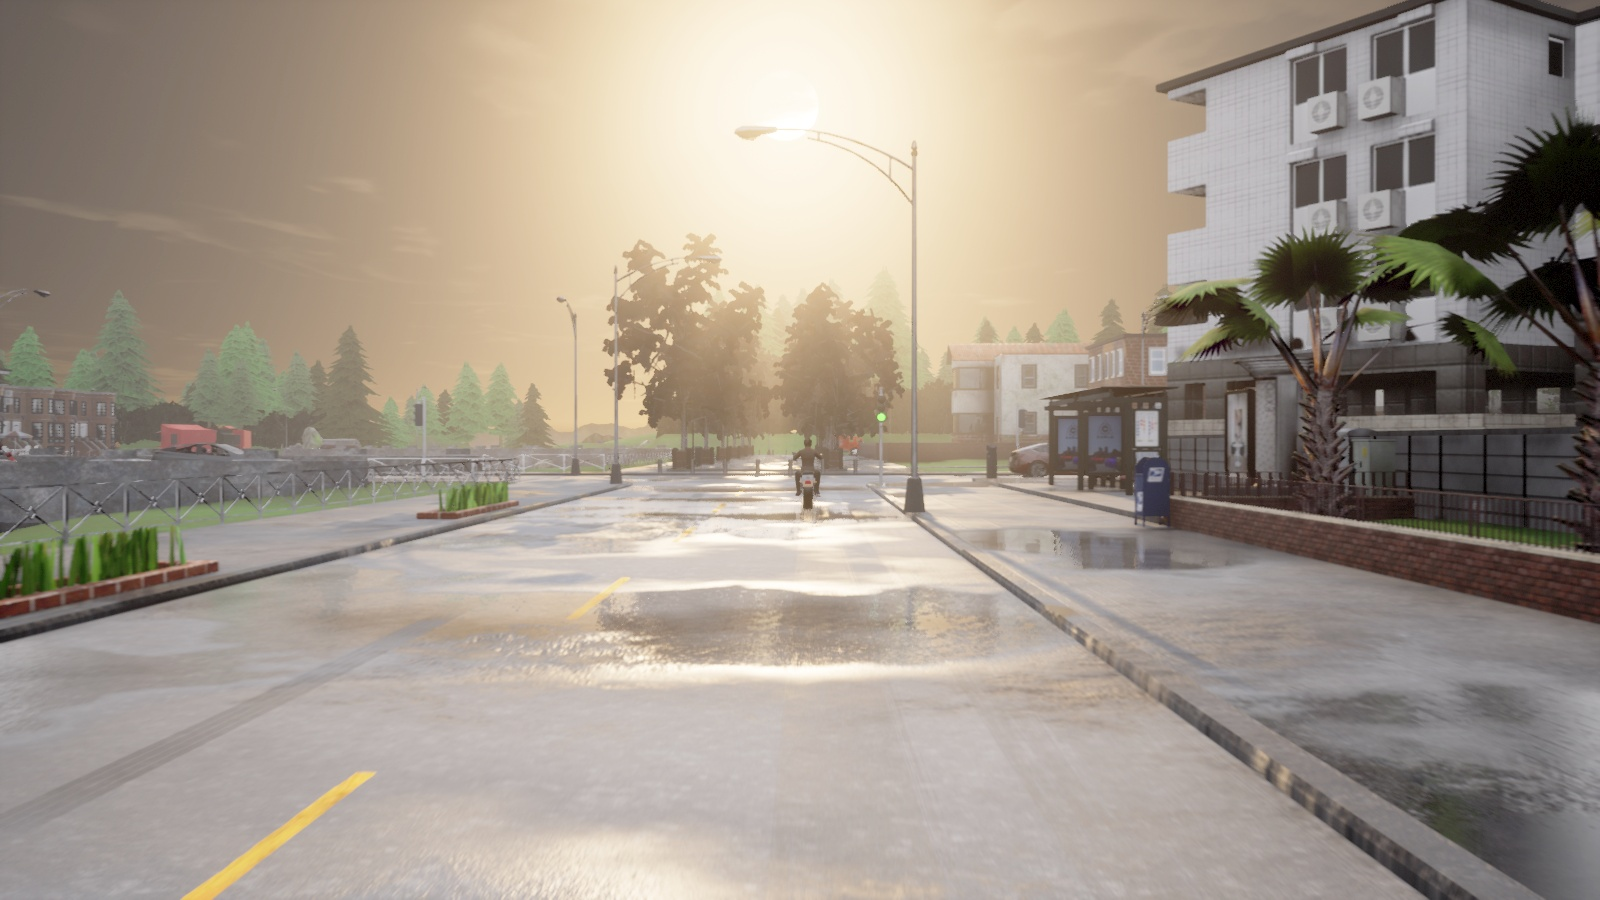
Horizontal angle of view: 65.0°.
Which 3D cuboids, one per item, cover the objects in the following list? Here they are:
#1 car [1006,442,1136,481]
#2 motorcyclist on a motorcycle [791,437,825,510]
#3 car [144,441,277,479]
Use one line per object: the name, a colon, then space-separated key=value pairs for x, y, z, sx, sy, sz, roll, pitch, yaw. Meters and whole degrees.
car: x=11.006 y=0.455 z=51.296 sx=4.792 sy=1.488 sz=2.163 roll=0 pitch=1 yaw=-1
motorcyclist on a motorcycle: x=0.185 y=0.531 z=29.413 sx=0.766 sy=1.649 sz=2.350 roll=0 pitch=0 yaw=0
car: x=-24.090 y=0.384 z=51.460 sx=4.514 sy=1.525 sz=2.007 roll=0 pitch=0 yaw=2
